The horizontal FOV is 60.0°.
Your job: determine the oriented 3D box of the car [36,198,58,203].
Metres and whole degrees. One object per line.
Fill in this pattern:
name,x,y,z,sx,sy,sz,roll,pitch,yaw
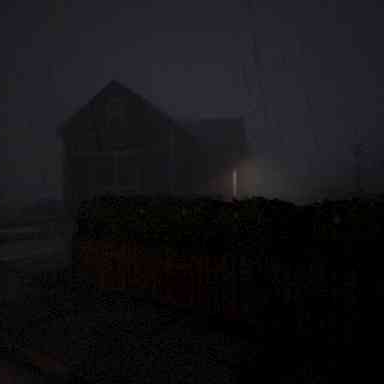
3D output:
car,-19.966,1.537,46.549,1.816,1.474,4.193,-6,-1,12
